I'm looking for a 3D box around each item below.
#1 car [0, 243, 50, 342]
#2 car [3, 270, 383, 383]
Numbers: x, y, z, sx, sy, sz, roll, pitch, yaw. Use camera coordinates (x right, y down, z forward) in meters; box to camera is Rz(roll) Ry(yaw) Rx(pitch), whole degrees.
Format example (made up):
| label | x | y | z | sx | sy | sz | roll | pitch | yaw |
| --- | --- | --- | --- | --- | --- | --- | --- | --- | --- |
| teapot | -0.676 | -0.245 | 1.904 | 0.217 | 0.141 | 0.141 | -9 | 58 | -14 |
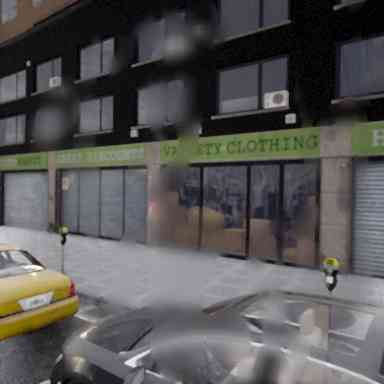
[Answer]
| label | x | y | z | sx | sy | sz | roll | pitch | yaw |
| --- | --- | --- | --- | --- | --- | --- | --- | --- | --- |
| car | -4.045 | 1.471 | 5.995 | 4.829 | 1.417 | 1.752 | 1 | 1 | 36 |
| car | 0.633 | 1.543 | 2.642 | 4.403 | 1.369 | 2.008 | 1 | 1 | 36 |
